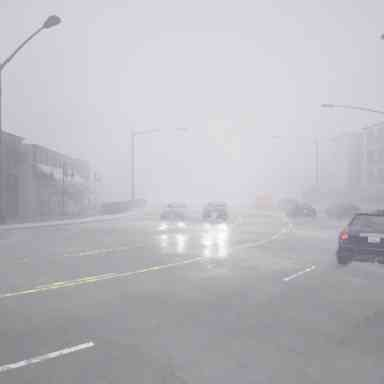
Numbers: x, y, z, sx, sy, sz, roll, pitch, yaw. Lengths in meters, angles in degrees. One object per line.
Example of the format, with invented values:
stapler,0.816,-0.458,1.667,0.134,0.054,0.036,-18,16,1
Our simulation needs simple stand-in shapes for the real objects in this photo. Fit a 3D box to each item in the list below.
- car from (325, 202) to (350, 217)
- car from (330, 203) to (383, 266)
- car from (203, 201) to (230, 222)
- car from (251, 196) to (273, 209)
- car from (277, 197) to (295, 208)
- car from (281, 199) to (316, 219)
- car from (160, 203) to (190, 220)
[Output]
car,12.956,1.562,28.565,1.994,1.385,4.181,0,0,5
car,6.330,1.352,10.908,2.097,1.767,4.553,0,0,37
car,2.011,1.492,26.653,2.128,1.511,4.902,0,0,9
car,9.506,1.352,45.437,2.097,1.767,4.553,0,0,-1
car,13.014,1.506,45.139,1.837,1.490,4.892,0,0,-1
car,9.543,1.563,29.547,1.994,1.385,4.181,0,0,4
car,-1.357,1.601,28.197,1.895,1.301,4.718,0,0,7
